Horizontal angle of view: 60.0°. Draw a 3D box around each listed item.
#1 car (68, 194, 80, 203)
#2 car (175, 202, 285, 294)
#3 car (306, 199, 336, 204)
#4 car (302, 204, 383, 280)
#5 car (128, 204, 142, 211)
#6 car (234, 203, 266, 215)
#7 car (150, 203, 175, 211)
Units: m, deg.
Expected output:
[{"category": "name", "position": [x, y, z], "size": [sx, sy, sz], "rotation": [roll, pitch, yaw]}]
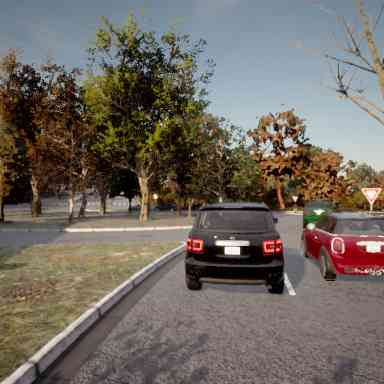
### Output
[{"category": "car", "position": [-31.236, 2.001, 86.943], "size": [1.946, 1.575, 5.366], "rotation": [0, 2, -11]}, {"category": "car", "position": [1.211, 1.269, 9.167], "size": [2.150, 2.045, 5.566], "rotation": [0, -1, 9]}, {"category": "car", "position": [9.143, 1.504, 23.378], "size": [2.150, 2.045, 5.566], "rotation": [-1, -2, 25]}, {"category": "car", "position": [4.698, 1.400, 10.065], "size": [2.097, 1.767, 4.553], "rotation": [0, -1, 9]}, {"category": "car", "position": [-8.912, 2.784, 60.697], "size": [5.357, 1.411, 2.033], "rotation": [0, -1, 1]}, {"category": "car", "position": [8.028, 2.380, 46.860], "size": [2.128, 1.511, 4.902], "rotation": [1, -2, -23]}, {"category": "car", "position": [-4.188, 2.647, 56.938], "size": [4.892, 1.490, 1.837], "rotation": [-1, -2, 26]}]
